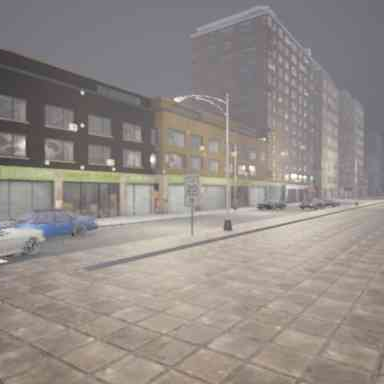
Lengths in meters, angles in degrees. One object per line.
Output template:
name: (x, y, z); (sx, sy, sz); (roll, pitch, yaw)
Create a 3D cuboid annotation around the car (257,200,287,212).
car: (9.191, 1.538, 38.066); (1.895, 1.301, 4.718); (0, 0, 36)

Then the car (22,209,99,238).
car: (-6.961, 1.532, 15.564); (2.033, 1.411, 5.357); (0, 0, 35)

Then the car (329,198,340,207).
car: (20.187, 1.487, 48.551); (1.994, 1.385, 4.181); (0, 0, 36)

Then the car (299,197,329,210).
car: (14.887, 1.480, 41.059); (2.033, 1.411, 5.357); (0, 0, 36)

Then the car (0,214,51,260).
car: (-6.739, 1.600, 10.257); (1.895, 1.301, 4.718); (0, 0, 12)
